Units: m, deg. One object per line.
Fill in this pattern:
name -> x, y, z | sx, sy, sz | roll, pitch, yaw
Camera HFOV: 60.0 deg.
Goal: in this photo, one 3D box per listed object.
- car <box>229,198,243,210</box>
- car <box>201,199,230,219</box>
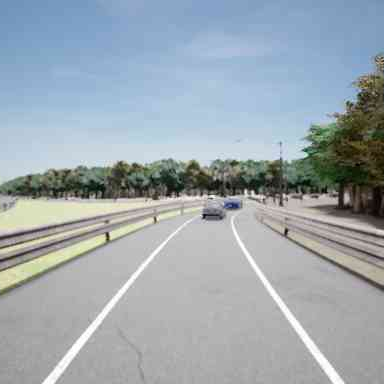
car -> 5.836, 1.607, 46.068 | 1.882, 1.535, 5.008 | 0, 1, 19
car -> 2.096, 1.675, 30.870 | 2.033, 1.411, 5.357 | 0, 0, 11
